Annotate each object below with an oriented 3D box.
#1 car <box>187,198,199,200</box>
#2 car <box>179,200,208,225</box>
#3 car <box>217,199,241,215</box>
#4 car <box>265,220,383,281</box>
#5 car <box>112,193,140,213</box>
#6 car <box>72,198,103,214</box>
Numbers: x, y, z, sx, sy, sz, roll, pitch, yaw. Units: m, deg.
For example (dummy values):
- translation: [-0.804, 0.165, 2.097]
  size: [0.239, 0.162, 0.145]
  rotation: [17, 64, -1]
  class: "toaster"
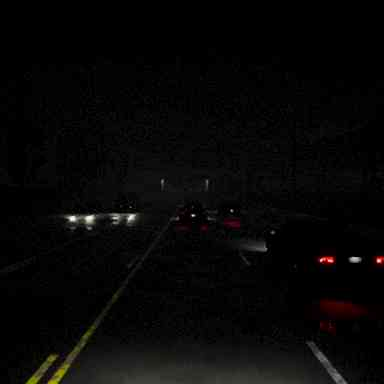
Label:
- translation: [0.078, 1.427, 40.747]
  size: [1.895, 1.301, 4.718]
  rotation: [0, 0, 0]
  class: "car"
- translation: [0.087, 1.526, 24.144]
  size: [1.994, 1.385, 4.181]
  rotation: [0, 0, 0]
  class: "car"
- translation: [3.583, 1.413, 32.319]
  size: [1.837, 1.490, 4.892]
  rotation: [0, 0, 0]
  class: "car"
- translation: [3.592, 1.538, 9.830]
  size: [2.033, 1.411, 5.357]
  rotation: [0, 0, 0]
  class: "car"
- translation: [-7.095, 1.092, 36.317]
  size: [2.150, 2.045, 5.566]
  rotation: [0, 0, 0]
  class: "car"
- translation: [-10.602, 1.370, 33.983]
  size: [1.882, 1.535, 5.008]
  rotation: [0, 0, 0]
  class: "car"
